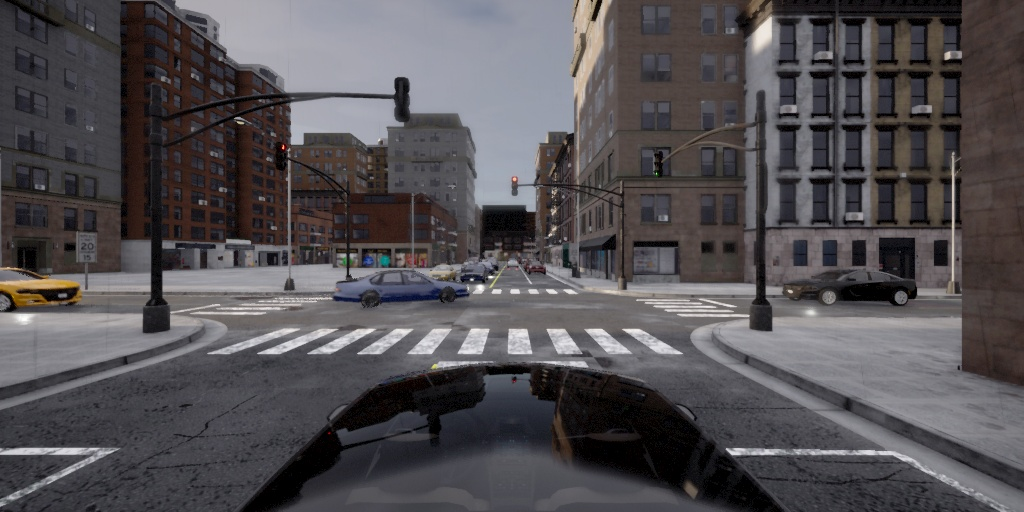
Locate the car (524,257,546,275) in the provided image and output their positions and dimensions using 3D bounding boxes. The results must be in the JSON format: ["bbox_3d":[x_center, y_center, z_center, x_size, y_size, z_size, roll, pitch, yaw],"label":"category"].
[{"bbox_3d":[2.650,1.191,39.391,1.967,1.591,4.097,0,0,0],"label":"car"}]

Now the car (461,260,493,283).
[{"bbox_3d":[-2.840,1.298,28.153,2.033,1.411,5.357,0,0,0],"label":"car"}]

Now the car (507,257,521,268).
[{"bbox_3d":[0.124,1.279,61.892,1.812,1.442,4.674,0,0,0],"label":"car"}]

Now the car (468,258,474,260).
[{"bbox_3d":[-5.373,1.302,45.057,2.007,1.370,4.403,0,0,0],"label":"car"}]

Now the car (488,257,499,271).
[{"bbox_3d":[-2.818,1.230,48.694,1.882,1.535,5.008,0,0,0],"label":"car"}]

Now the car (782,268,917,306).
[{"bbox_3d":[14.777,1.310,15.858,5.008,1.535,1.882,0,0,-1],"label":"car"}]

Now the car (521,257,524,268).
[{"bbox_3d":[2.652,1.066,45.054,2.192,1.841,5.009,0,0,0],"label":"car"}]

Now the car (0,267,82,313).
[{"bbox_3d":[-18.639,1.142,12.882,5.008,1.535,1.882,0,0,0],"label":"car"}]

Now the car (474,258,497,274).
[{"bbox_3d":[-2.839,1.277,38.204,1.812,1.442,4.674,0,0,0],"label":"car"}]

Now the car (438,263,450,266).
[{"bbox_3d":[-5.379,1.276,27.901,1.751,1.417,4.829,0,0,0],"label":"car"}]

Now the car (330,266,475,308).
[{"bbox_3d":[-4.532,1.283,14.879,5.357,1.411,2.033,0,0,-26],"label":"car"}]
